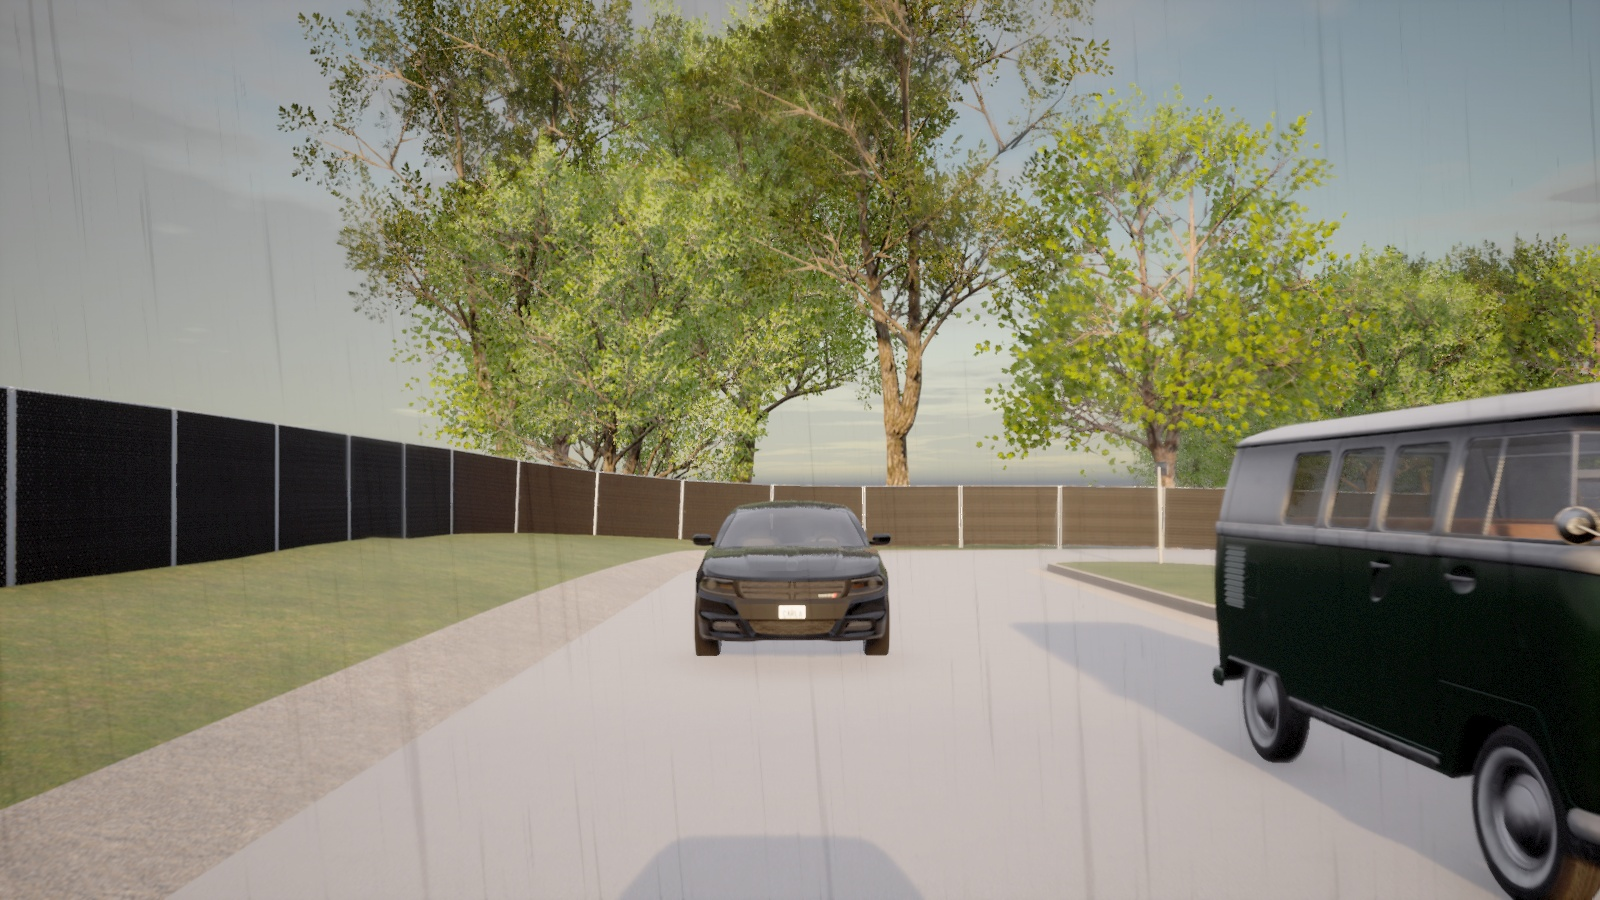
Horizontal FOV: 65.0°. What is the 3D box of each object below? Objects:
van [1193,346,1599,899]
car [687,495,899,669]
[{"bbox_3d":[3.451,0.720,5.911,1.775,1.987,4.442,0,-2,0],"label":"van"},{"bbox_3d":[-0.083,1.289,13.744,1.882,1.535,5.008,-1,-2,0],"label":"car"}]
